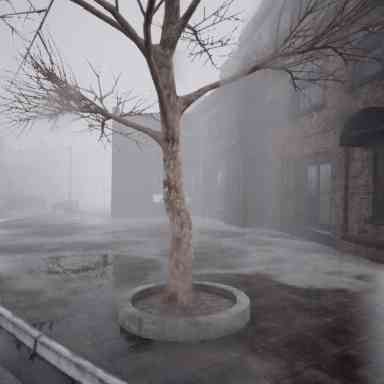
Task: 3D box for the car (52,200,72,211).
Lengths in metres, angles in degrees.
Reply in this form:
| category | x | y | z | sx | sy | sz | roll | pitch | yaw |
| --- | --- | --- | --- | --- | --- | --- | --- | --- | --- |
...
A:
| category | x | y | z | sx | sy | sz | roll | pitch | yaw |
| --- | --- | --- | --- | --- | --- | --- | --- | --- | --- |
| car | -16.860 | 1.733 | 44.367 | 1.812 | 1.442 | 4.674 | 1 | 0 | 8 |
